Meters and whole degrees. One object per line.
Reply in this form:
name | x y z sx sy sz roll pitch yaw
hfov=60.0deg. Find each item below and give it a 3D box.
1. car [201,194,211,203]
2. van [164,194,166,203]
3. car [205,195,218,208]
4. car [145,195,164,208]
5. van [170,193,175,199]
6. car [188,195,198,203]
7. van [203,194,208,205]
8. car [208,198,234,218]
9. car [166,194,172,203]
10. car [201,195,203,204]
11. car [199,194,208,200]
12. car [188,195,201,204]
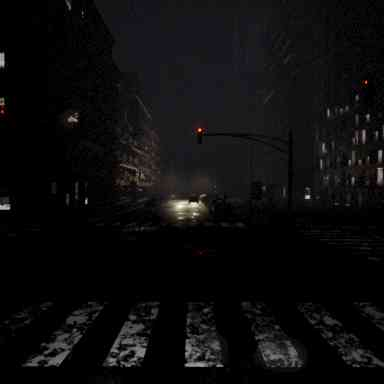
car | 2.864 1.351 69.459 1.967 1.590 4.097 -1 0 0
van | -5.544 1.284 52.514 1.690 1.788 3.998 -1 0 0
car | 2.753 1.408 35.584 1.967 1.590 4.097 -1 0 0
car | -5.558 1.518 46.869 1.947 1.339 4.313 -1 0 0
van | -5.473 1.239 75.099 1.690 1.788 3.998 -1 0 0
car | 0.243 1.424 71.058 2.128 1.511 4.902 0 0 0
van | 2.787 1.293 46.876 1.690 1.788 3.998 -1 0 0
car | 2.737 1.520 29.938 1.887 1.381 4.507 -1 0 0
car | -5.506 1.467 63.806 1.887 1.381 4.507 -1 0 0
car | 2.807 1.488 52.522 1.887 1.381 4.507 -1 0 0
car | 2.947 1.309 86.396 1.967 1.590 4.097 -1 0 0
car | 0.287 1.433 60.856 1.837 1.490 4.892 0 0 0
